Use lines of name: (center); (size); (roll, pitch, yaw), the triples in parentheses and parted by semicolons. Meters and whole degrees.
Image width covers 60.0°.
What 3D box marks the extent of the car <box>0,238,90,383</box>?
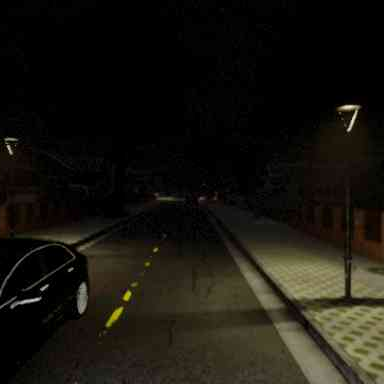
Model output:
car: (-2.842, 1.491, 4.510); (1.837, 1.490, 4.892); (0, 0, 0)

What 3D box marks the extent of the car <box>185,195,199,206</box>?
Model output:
car: (-0.004, 1.231, 49.439); (1.837, 1.490, 4.892); (0, 0, 0)

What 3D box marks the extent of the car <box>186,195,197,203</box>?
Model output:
car: (-0.005, 1.252, 59.893); (1.895, 1.301, 4.718); (0, 0, 0)
